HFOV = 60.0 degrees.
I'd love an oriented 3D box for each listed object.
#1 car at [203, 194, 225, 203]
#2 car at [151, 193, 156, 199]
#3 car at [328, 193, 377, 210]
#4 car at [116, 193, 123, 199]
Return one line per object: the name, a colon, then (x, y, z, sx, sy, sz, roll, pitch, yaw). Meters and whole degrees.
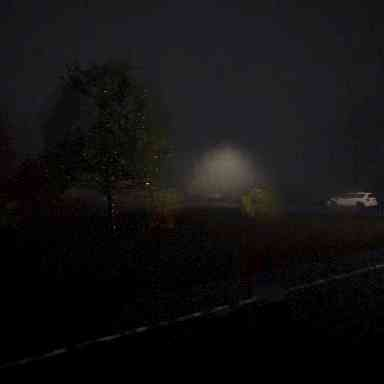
car: (4.047, 1.096, 61.421, 2.097, 1.767, 4.553, 0, 0, -37)
car: (-8.556, 0.982, 78.025, 2.097, 1.767, 4.553, 0, 0, -37)
car: (19.634, 1.094, 40.882, 2.150, 2.045, 5.566, 0, 0, -37)
car: (-17.093, 0.826, 80.083, 2.150, 2.045, 5.566, 0, 0, -30)
